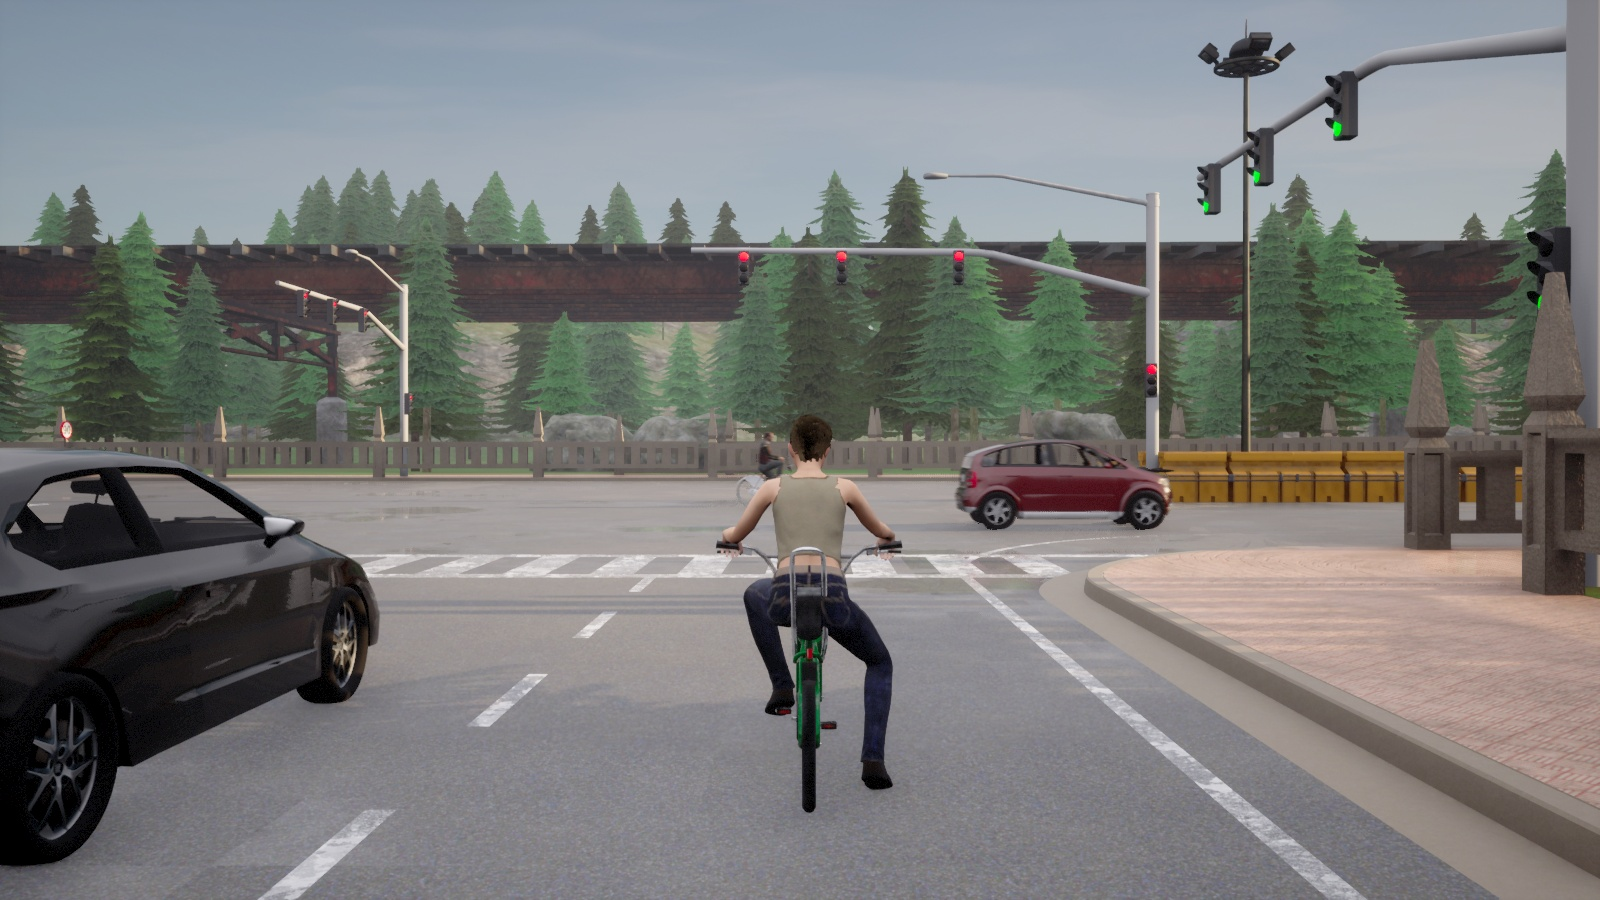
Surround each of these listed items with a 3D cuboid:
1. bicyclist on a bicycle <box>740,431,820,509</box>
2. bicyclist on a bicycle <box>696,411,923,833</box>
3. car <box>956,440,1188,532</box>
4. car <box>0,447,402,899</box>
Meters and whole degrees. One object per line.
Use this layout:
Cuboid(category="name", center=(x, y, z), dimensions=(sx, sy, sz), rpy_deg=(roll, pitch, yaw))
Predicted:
Cuboid(category="bicyclist on a bicycle", center=(-0.452, 0.452, 29.115), dimensions=(1.843, 1.776, 0.659), rpy_deg=(0, 0, 1))
Cuboid(category="bicyclist on a bicycle", center=(0.040, 0.652, 5.554), dimensions=(0.866, 1.612, 1.509), rpy_deg=(0, 0, 0))
Cuboid(category="car", center=(4.697, 0.604, 22.064), dimensions=(3.705, 1.549, 1.789), rpy_deg=(0, 0, 1))
Cuboid(category="car", center=(-3.453, 0.724, 5.913), dimensions=(1.816, 1.474, 4.193), rpy_deg=(0, 0, 0))
